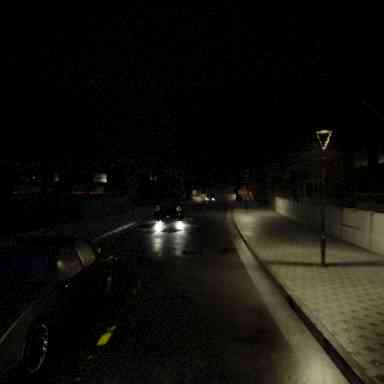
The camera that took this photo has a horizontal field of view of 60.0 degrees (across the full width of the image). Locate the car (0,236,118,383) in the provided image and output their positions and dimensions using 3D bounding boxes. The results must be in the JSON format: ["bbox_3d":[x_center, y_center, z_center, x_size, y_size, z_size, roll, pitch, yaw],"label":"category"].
[{"bbox_3d":[-2.711,1.523,5.719,2.033,1.411,5.357,0,0,2],"label":"car"}]

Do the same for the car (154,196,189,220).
[{"bbox_3d":[-1.503,1.141,25.753,2.097,1.767,4.553,0,1,6],"label":"car"}]

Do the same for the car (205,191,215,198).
[{"bbox_3d":[4.132,0.610,75.167,1.837,1.490,4.892,0,1,7],"label":"car"}]
